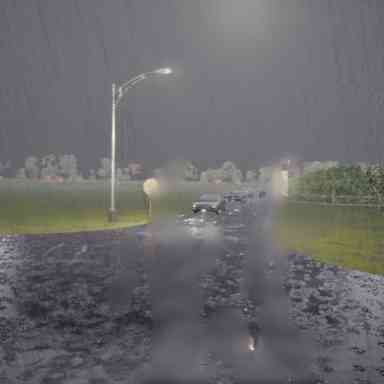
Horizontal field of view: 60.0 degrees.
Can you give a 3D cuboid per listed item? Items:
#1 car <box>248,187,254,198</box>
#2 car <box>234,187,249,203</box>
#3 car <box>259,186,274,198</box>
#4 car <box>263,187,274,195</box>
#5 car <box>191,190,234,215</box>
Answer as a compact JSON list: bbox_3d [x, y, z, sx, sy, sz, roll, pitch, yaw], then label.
[{"bbox_3d":[8.202,0.049,49.569,1.837,1.490,4.892,1,3,15],"label":"car"},{"bbox_3d":[4.879,0.493,37.070,1.895,1.301,4.718,1,2,15],"label":"car"},{"bbox_3d":[11.001,-0.035,48.763,2.097,1.767,4.553,1,2,15],"label":"car"},{"bbox_3d":[14.125,-0.174,61.271,1.994,1.385,4.181,1,2,14],"label":"car"},{"bbox_3d":[1.479,0.783,24.546,2.033,1.411,5.357,1,2,15],"label":"car"}]
